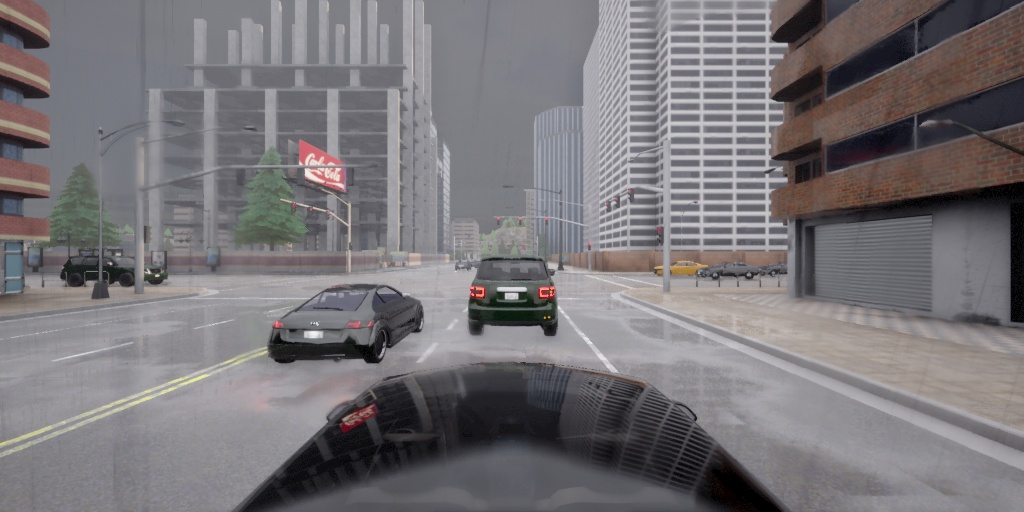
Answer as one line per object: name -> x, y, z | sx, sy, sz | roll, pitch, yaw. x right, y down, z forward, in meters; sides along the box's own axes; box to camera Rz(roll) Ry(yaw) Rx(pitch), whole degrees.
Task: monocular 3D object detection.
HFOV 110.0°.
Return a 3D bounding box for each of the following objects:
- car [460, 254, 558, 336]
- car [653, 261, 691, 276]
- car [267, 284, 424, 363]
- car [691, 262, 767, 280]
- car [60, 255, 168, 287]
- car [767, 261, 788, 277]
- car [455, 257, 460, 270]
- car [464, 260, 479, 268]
car -> 0.098, 0.971, 10.525 | 2.150, 2.045, 5.566 | 0, 0, 2
car -> 16.292, 1.228, 34.735 | 5.008, 1.535, 1.882 | 0, 0, 0
car -> -3.378, 1.314, 8.137 | 1.994, 1.385, 4.181 | 0, 0, 0
car -> 18.770, 1.241, 31.234 | 4.902, 1.511, 2.128 | 0, 0, 0
car -> -26.558, 0.971, 24.034 | 5.566, 2.045, 2.150 | 0, 0, 0
car -> 26.228, 1.241, 34.726 | 4.902, 1.511, 2.128 | 0, 0, 0
car -> -6.841, 1.241, 50.673 | 2.128, 1.511, 4.902 | 0, 0, 0
car -> -6.775, 1.314, 59.783 | 1.994, 1.385, 4.181 | 0, 0, 1
